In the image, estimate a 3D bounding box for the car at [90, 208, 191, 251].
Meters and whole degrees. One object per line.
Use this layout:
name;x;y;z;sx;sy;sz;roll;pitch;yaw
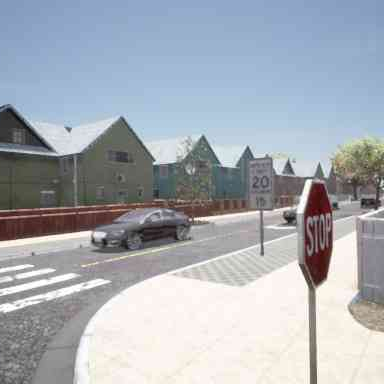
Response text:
car;-2.006;1.481;14.210;2.128;1.511;4.902;-2;-1;37

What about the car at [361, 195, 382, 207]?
car;23.061;1.136;42.751;1.882;1.535;5.008;-2;-1;37

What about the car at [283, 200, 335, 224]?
car;7.897;1.413;22.507;1.895;1.301;4.718;-2;-1;37

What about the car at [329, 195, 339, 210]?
car;14.303;1.140;35.936;2.097;1.767;4.553;-2;-1;37
